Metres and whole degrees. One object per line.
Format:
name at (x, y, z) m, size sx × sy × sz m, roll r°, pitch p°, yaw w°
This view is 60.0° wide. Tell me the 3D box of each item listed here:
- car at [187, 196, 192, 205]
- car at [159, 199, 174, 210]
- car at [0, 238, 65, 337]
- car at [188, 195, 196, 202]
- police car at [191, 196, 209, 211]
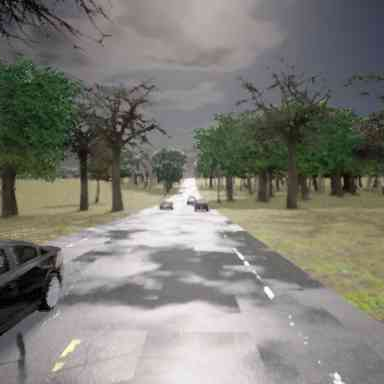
car at (-0.011, 1.841, 63.861) m, size 1.994 × 1.385 × 4.181 m, roll 0°, pitch 0°, yaw 0°
car at (-3.586, 1.776, 47.339) m, size 2.128 × 1.511 × 4.902 m, roll 0°, pitch 0°, yaw 0°
car at (-3.601, 1.498, 4.970) m, size 1.882 × 1.535 × 5.008 m, roll 0°, pitch 0°, yaw 0°
car at (-0.014, 1.569, 79.529) m, size 1.882 × 1.535 × 5.008 m, roll 0°, pitch 1°, yaw 0°
police car at (1.217, 1.697, 44.425) m, size 1.930 × 1.638 × 5.238 m, roll 0°, pitch 0°, yaw 0°
